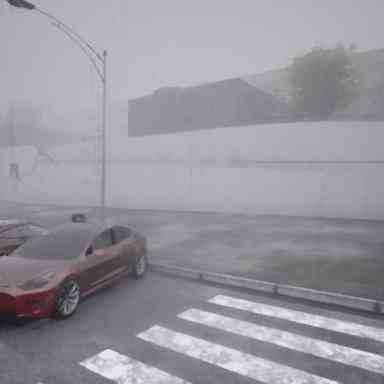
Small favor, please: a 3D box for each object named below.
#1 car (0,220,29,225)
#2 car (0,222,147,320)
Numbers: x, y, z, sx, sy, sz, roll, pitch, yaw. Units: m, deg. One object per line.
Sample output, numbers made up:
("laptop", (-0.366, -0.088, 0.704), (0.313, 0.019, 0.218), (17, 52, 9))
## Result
("car", (-5.095, 1.510, 9.426), (2.002, 1.452, 4.674), (0, -1, 15))
("car", (-2.649, 1.505, 7.656), (2.163, 1.488, 4.792), (1, -1, 15))
